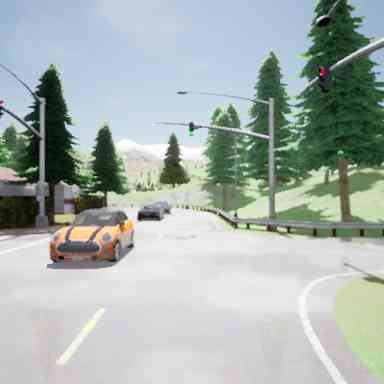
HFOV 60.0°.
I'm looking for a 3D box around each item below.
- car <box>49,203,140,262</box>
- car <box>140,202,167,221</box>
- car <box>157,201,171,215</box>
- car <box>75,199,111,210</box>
[{"bbox_3d":[-3.475,1.434,12.371,2.097,1.767,4.553,0,0,0],"label":"car"},{"bbox_3d":[-3.535,1.773,28.940,1.895,1.301,4.718,0,0,0],"label":"car"},{"bbox_3d":[-3.377,1.738,37.692,1.812,1.442,4.674,1,0,-6],"label":"car"},{"bbox_3d":[-14.426,1.826,48.407,4.674,1.442,1.812,0,0,3],"label":"car"}]
